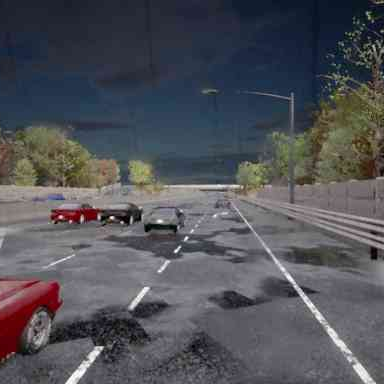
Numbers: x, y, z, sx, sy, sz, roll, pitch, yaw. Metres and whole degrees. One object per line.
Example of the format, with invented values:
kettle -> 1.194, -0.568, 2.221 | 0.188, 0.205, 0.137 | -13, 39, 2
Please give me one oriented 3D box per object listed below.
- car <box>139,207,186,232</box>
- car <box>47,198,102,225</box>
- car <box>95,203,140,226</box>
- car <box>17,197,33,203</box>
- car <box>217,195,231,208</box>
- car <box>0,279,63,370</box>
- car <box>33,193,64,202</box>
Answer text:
car -> -1.548, 1.563, 20.058 | 1.994, 1.385, 4.181 | 0, 0, 5
car -> -8.214, 1.477, 23.939 | 1.882, 1.535, 5.008 | 0, 0, 5
car -> -4.758, 1.477, 23.276 | 1.882, 1.535, 5.008 | 0, 0, 5
car -> -26.552, 1.564, 54.935 | 2.033, 1.411, 5.357 | 0, 0, 6
car -> 4.562, 1.503, 48.564 | 2.128, 1.511, 4.902 | 0, 0, 5
car -> -3.147, 1.600, 3.169 | 1.895, 1.301, 4.718 | 0, 0, 5
car -> -23.078, 1.238, 54.567 | 2.150, 2.045, 5.566 | 0, 0, 6
